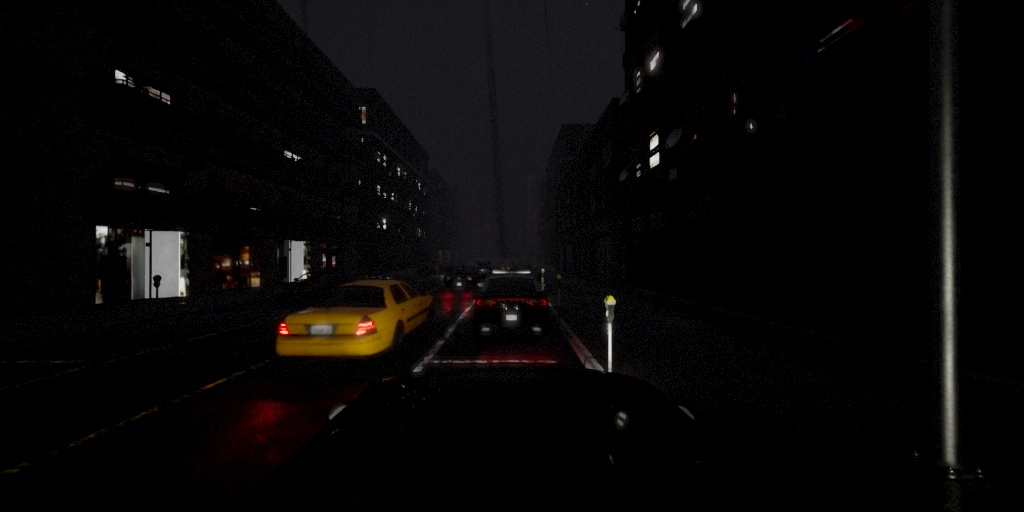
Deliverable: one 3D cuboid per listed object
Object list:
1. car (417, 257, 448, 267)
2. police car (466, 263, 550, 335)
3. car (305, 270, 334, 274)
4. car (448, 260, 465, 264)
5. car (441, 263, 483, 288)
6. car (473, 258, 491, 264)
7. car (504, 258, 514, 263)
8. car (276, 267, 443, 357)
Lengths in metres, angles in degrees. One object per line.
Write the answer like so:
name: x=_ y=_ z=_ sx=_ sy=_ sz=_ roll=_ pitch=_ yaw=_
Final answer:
car: x=-8.837 y=1.064 z=39.007 sx=2.192 sy=1.841 sz=5.009 roll=0 pitch=0 yaw=0
police car: x=-0.011 y=1.175 z=10.609 sx=1.930 sy=1.638 sz=5.238 roll=0 pitch=0 yaw=0
car: x=-8.837 y=1.333 z=16.462 sx=1.802 sy=1.307 sz=4.207 roll=0 pitch=0 yaw=0
car: x=-6.222 y=1.227 z=40.580 sx=1.882 sy=1.535 sz=5.008 roll=0 pitch=0 yaw=0
car: x=-3.084 y=1.351 z=23.322 sx=1.895 sy=1.301 sz=4.718 roll=0 pitch=0 yaw=0
car: x=-3.078 y=1.242 z=39.744 sx=2.128 sy=1.511 sz=4.902 roll=0 pitch=0 yaw=0
car: x=-0.456 y=1.275 z=39.173 sx=1.751 sy=1.417 sz=4.829 roll=0 pitch=0 yaw=0
car: x=-3.146 y=1.205 z=8.491 sx=1.801 sy=1.575 sz=5.366 roll=0 pitch=0 yaw=0
